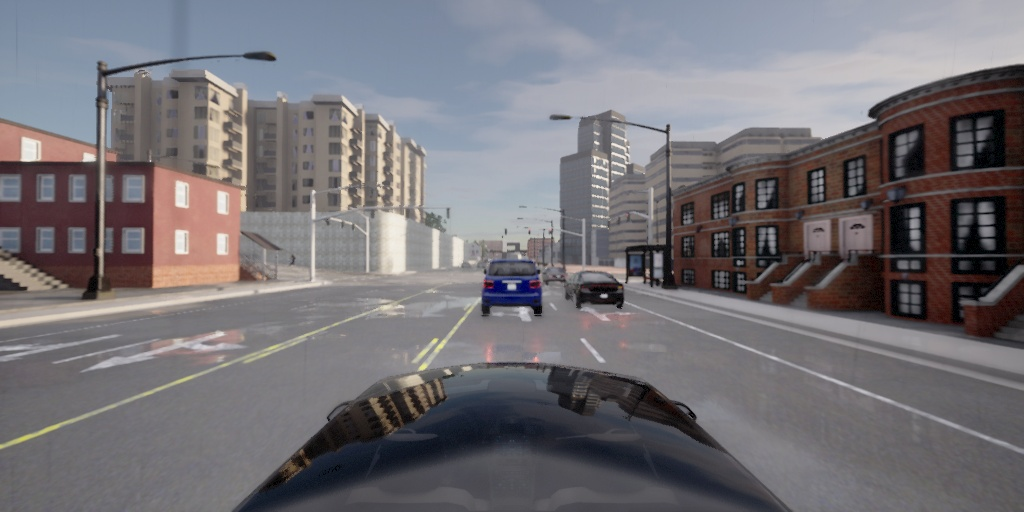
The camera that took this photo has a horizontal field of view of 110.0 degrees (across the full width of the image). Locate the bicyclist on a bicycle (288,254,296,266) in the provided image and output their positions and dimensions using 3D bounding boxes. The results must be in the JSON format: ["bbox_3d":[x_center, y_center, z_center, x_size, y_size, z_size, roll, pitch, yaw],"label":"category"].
[{"bbox_3d":[-30.741,0.562,50.220,0.582,1.620,1.656,6,-1,0],"label":"bicyclist on a bicycle"}]

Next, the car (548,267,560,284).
[{"bbox_3d":[3.506,1.602,29.366,2.033,1.411,5.357,0,-1,0],"label":"car"}]

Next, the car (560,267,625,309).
[{"bbox_3d":[3.523,1.385,16.067,1.882,1.535,5.008,0,0,1],"label":"car"}]

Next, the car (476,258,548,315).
[{"bbox_3d":[0.007,1.115,14.398,2.150,2.045,5.566,0,0,0],"label":"car"}]
